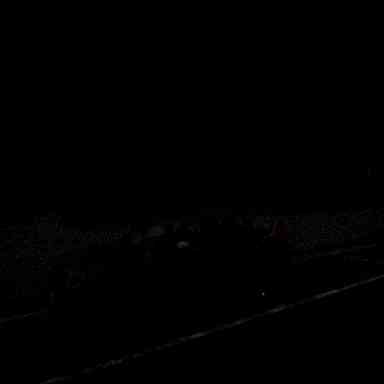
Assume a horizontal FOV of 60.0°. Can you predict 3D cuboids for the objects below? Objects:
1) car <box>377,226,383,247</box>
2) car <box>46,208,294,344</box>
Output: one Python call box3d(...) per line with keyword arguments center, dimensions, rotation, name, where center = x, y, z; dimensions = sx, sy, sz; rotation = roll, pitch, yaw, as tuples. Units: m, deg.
box3d(center=(9.034, 1.458, 13.095), dimensions=(4.313, 1.339, 1.947), rotation=(-1, 0, -36), name="car")
box3d(center=(-0.099, 1.288, 6.577), dimensions=(5.009, 1.841, 2.192), rotation=(-1, 0, -36), name="car")
